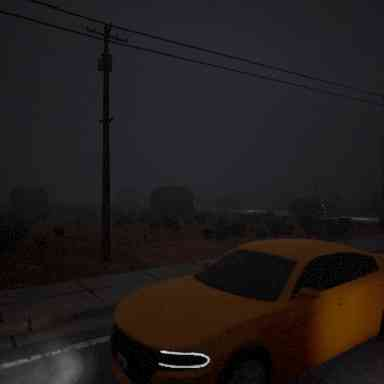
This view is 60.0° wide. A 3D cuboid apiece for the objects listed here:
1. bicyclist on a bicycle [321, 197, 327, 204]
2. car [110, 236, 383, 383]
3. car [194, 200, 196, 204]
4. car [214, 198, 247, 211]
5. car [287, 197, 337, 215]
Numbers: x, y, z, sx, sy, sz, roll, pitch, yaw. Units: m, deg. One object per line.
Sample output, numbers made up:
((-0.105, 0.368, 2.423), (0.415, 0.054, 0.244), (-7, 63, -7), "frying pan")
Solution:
((15.083, 1.423, 38.128), (1.656, 1.620, 0.582), (0, 0, -33), "bicyclist on a bicycle")
((1.320, 1.477, 4.885), (5.008, 1.535, 1.882), (0, 0, -35), "car")
((-1.307, 1.566, 57.388), (1.895, 1.301, 4.718), (0, 0, -32), "car")
((4.720, 1.469, 41.169), (1.837, 1.490, 4.892), (0, 0, -33), "car")
((11.180, 1.317, 31.052), (2.097, 1.767, 4.553), (0, 0, -33), "car")
